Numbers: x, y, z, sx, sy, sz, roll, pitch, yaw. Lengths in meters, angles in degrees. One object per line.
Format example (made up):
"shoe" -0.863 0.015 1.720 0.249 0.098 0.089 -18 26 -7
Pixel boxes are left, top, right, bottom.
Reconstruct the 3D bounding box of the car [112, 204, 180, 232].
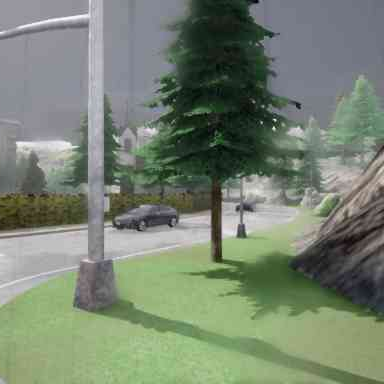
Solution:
"car" -2.685 1.504 20.356 1.837 1.490 4.892 0 0 35

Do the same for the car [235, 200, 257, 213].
"car" 6.096 1.601 37.405 1.895 1.301 4.718 0 0 17
